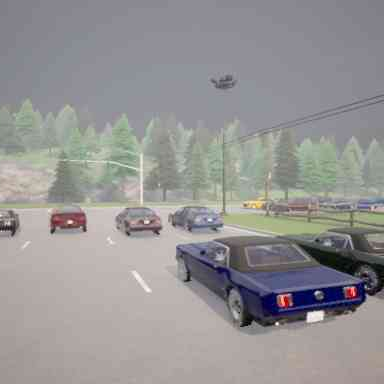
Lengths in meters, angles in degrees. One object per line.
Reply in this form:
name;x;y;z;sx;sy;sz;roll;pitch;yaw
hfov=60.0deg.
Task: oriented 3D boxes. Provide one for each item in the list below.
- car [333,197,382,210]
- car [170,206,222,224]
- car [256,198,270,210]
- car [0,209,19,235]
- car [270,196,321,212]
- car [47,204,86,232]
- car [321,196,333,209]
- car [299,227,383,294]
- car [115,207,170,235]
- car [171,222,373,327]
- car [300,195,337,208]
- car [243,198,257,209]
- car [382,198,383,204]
car;20.103;1.478;40.464;5.008;1.535;1.882;0;0;-19
car;0.086;1.547;20.242;2.033;1.411;5.357;0;0;-20
car;10.760;1.526;40.892;4.674;1.442;1.812;0;0;-18
car;-10.658;1.601;18.305;1.895;1.301;4.718;0;0;-26
car;11.666;1.352;37.519;4.553;1.767;2.097;0;0;-20
car;-7.643;1.477;20.182;1.882;1.535;5.008;0;0;-25
car;19.500;1.492;43.958;4.902;1.511;2.128;0;0;-19
car;4.212;1.601;8.895;1.895;1.301;4.718;0;0;-20
car;-3.132;1.547;18.870;2.033;1.411;5.357;0;0;-20
car;1.126;1.601;7.134;1.895;1.301;4.718;0;0;-20
car;17.866;1.352;47.095;4.553;1.767;2.097;0;0;-19
car;9.163;1.478;44.060;5.008;1.535;1.882;0;0;-20
car;27.669;1.478;50.469;5.008;1.535;1.882;0;0;-19
